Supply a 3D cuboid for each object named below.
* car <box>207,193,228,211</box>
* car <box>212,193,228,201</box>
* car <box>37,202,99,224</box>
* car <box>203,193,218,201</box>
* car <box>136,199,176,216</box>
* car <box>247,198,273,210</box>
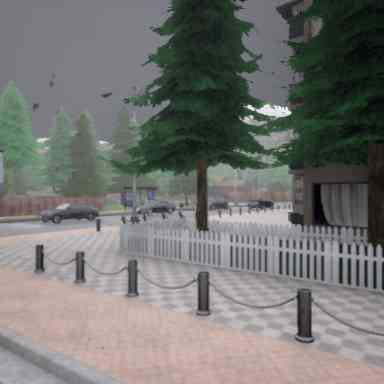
[{"bbox_3d":[2.539,1.354,40.846,2.097,1.767,4.553,0,0,38],"label":"car"},{"bbox_3d":[6.982,1.178,82.200,1.932,1.855,4.605,0,0,36],"label":"car"},{"bbox_3d":[-9.287,1.528,25.268,1.812,1.442,4.674,0,0,37],"label":"car"},{"bbox_3d":[4.717,1.182,83.358,1.905,1.878,3.866,0,0,36],"label":"car"},{"bbox_3d":[-3.665,1.494,32.706,2.128,1.511,4.902,0,0,37],"label":"car"},{"bbox_3d":[8.885,1.490,43.140,2.128,1.511,4.902,0,0,37],"label":"car"}]
